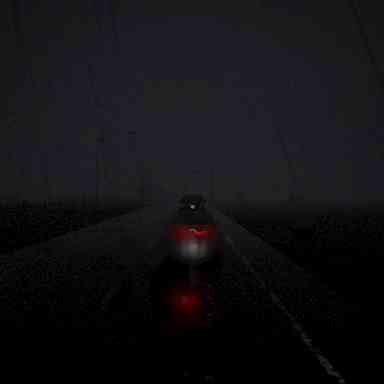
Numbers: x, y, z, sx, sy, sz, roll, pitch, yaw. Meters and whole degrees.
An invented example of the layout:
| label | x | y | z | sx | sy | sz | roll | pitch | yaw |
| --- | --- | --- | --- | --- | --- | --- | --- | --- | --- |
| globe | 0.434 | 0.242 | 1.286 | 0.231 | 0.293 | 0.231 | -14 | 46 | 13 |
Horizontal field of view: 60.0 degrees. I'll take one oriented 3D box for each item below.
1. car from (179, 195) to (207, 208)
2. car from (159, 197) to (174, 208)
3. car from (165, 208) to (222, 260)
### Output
| label | x | y | z | sx | sy | sz | roll | pitch | yaw |
| --- | --- | --- | --- | --- | --- | --- | --- | --- | --- |
| car | 0.059 | 1.218 | 28.078 | 2.150 | 2.045 | 5.566 | 0 | 0 | 0 |
| car | -3.588 | 1.458 | 47.387 | 1.882 | 1.535 | 5.008 | 0 | 0 | 0 |
| car | 0.058 | 1.499 | 12.486 | 1.837 | 1.490 | 4.892 | 0 | -2 | 0 |
